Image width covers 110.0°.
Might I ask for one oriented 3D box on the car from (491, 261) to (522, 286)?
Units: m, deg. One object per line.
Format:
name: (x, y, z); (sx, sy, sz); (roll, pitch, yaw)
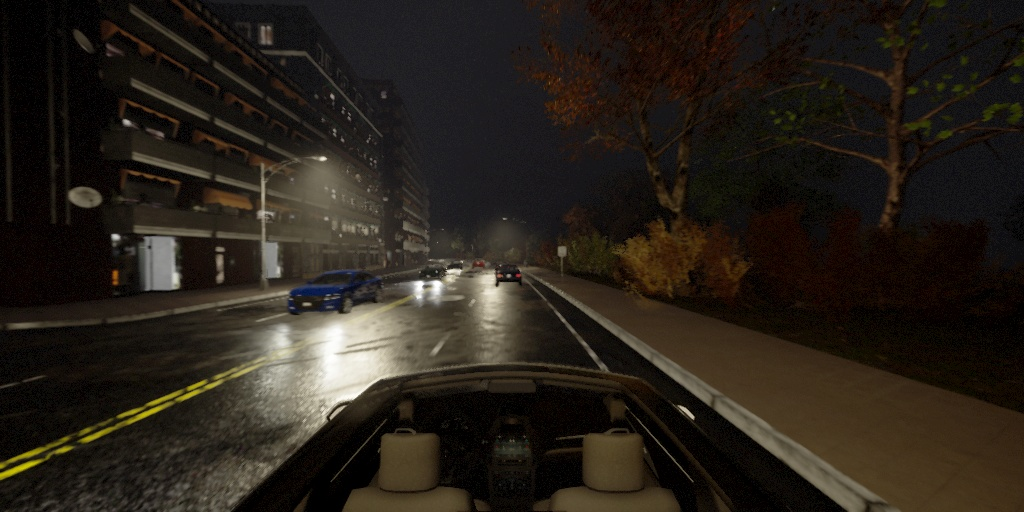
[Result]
car: (-0.269, 1.303, 25.499); (2.033, 1.411, 5.357); (-1, 0, -2)

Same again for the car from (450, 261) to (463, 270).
car: (-8.330, 1.412, 53.626); (1.994, 1.385, 4.181); (-1, 0, -4)

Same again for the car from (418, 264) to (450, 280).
car: (-7.227, 1.431, 32.758); (1.895, 1.301, 4.718); (-1, 0, -2)

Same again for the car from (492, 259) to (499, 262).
car: (-1.186, 1.360, 45.066); (1.895, 1.301, 4.718); (-1, 0, -3)

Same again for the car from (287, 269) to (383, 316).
car: (-6.704, 1.302, 14.144); (1.882, 1.535, 5.008); (-1, 0, -1)

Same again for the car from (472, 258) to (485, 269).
car: (-5.388, 1.154, 58.205); (2.097, 1.767, 4.553); (-1, 0, -4)
